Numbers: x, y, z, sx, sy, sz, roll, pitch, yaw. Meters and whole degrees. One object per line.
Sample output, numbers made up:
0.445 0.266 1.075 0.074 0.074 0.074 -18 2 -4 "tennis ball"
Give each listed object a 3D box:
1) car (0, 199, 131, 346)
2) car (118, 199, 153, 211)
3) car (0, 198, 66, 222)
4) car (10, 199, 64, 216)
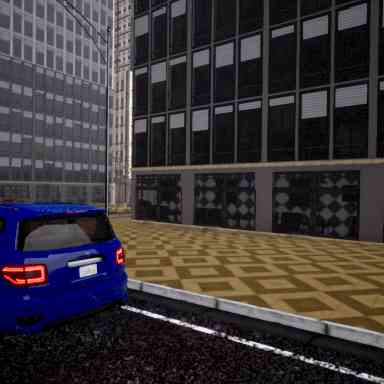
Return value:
-3.683 1.218 6.311 5.566 2.045 2.150 0 0 35 "car"
-8.002 1.761 47.533 2.128 1.511 4.902 1 0 37 "car"
-14.124 1.519 29.521 2.192 1.841 5.009 1 0 36 "car"
-16.602 1.621 35.899 1.882 1.535 5.008 1 0 36 "car"
